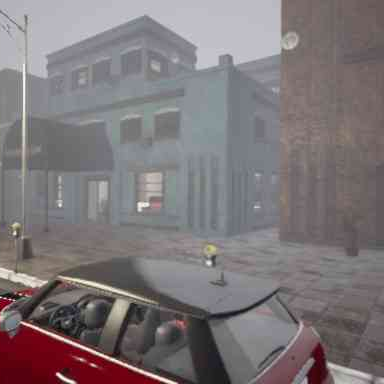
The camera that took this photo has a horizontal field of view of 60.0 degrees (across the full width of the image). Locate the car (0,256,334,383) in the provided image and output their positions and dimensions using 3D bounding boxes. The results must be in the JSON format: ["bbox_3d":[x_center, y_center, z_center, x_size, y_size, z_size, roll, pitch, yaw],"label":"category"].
[{"bbox_3d":[-0.817,1.422,3.456,4.097,1.590,1.967,0,0,36],"label":"car"}]
